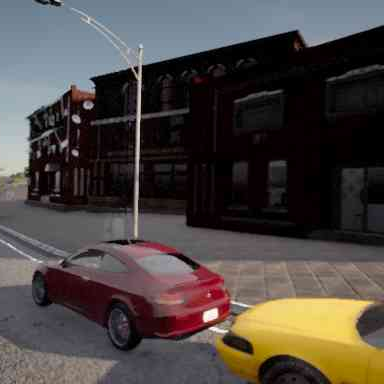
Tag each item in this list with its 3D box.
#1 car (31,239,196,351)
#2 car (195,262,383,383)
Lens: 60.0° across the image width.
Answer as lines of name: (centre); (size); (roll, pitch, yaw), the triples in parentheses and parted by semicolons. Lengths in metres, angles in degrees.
car: (-1.410, 1.646, 6.443); (4.674, 1.442, 1.812); (0, -2, 43)
car: (2.784, 1.551, 2.997); (5.366, 1.575, 1.801); (0, -1, 35)
